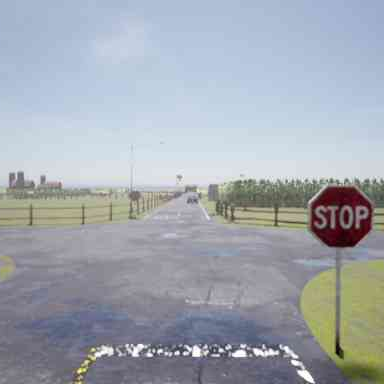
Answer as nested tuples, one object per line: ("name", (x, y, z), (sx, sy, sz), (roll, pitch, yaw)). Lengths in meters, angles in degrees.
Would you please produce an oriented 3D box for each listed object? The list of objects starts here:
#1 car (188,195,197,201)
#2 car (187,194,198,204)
("car", (0.109, 1.307, 73.560), (2.033, 1.411, 5.357), (0, 0, 0))
("car", (0.094, 1.302, 63.526), (2.097, 1.767, 4.553), (0, 0, 0))
